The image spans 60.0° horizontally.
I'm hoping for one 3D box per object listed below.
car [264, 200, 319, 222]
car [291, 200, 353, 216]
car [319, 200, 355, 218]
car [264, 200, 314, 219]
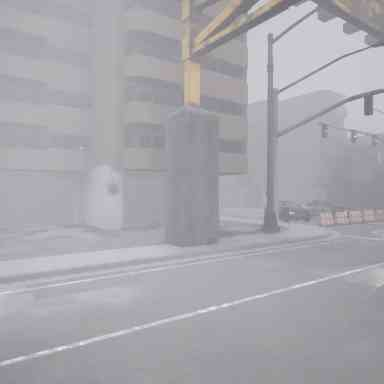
[{"bbox_3d":[7.439,1.453,25.969,2.038,1.542,4.974,0,0,-11],"label":"car"},{"bbox_3d":[10.962,1.295,28.162,4.536,1.218,1.853,0,0,34],"label":"car"},{"bbox_3d":[11.006,1.453,28.134,4.974,1.542,2.038,0,0,34],"label":"car"},{"bbox_3d":[7.429,1.295,26.020,1.853,1.218,4.536,0,0,-11],"label":"car"}]
